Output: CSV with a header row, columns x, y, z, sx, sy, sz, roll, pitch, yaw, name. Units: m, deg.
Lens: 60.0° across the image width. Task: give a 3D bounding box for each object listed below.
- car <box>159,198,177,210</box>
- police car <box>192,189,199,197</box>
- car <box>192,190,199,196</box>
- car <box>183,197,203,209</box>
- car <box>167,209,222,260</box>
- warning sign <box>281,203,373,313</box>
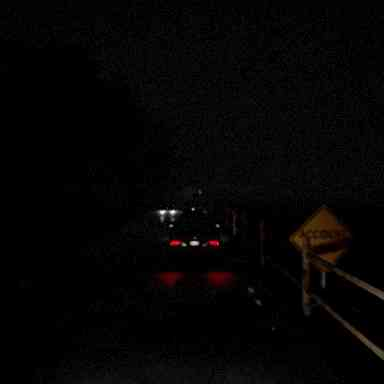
x,y,z,sx,sy,sz,roll,pitch,yaw,name
-2.839,1.444,40.668,2.033,1.411,5.357,0,1,0,car
0.838,0.555,81.326,1.930,1.638,5.238,0,2,0,police car
0.839,0.306,91.215,1.882,1.535,5.008,0,2,0,car
0.098,1.551,33.124,1.994,1.385,4.181,0,1,0,car
0.089,1.611,12.623,2.033,1.411,5.357,0,0,0,car
2.453,1.153,6.237,1.300,1.860,1.060,0,0,0,warning sign
